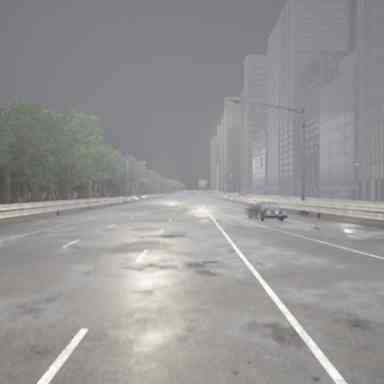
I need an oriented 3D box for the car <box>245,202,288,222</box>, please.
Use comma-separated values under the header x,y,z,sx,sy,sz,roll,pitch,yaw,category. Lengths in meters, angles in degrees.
x,y,z,sx,sy,sz,roll,pitch,yaw,category
5.801,1.530,26.477,2.033,1.411,5.357,0,0,-8,car
